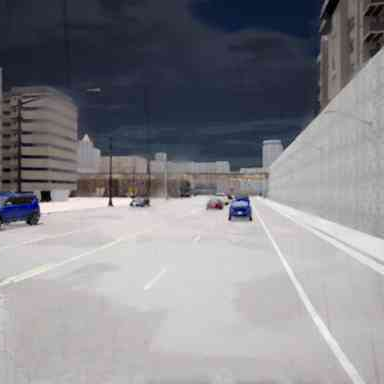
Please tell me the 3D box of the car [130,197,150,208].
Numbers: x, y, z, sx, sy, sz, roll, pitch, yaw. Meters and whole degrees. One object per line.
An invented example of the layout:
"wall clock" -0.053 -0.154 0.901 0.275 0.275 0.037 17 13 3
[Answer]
"car" -7.251 1.450 46.749 2.128 1.511 4.902 0 0 10

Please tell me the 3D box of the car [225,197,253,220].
"car" 4.146 1.492 28.479 1.882 1.535 5.008 0 0 9

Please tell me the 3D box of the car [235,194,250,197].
"car" 7.688 1.251 50.852 2.150 2.045 5.566 0 0 9

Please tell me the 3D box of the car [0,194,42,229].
"car" -11.549 1.164 20.285 2.150 2.045 5.566 0 0 9

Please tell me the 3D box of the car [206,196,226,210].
"car" 3.016 1.571 43.561 1.994 1.385 4.181 0 0 9

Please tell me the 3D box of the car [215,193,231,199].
"car" 4.880 1.236 55.812 2.150 2.045 5.566 0 0 9

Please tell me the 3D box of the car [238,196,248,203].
"car" 10.987 1.593 71.809 1.994 1.385 4.181 0 0 9
